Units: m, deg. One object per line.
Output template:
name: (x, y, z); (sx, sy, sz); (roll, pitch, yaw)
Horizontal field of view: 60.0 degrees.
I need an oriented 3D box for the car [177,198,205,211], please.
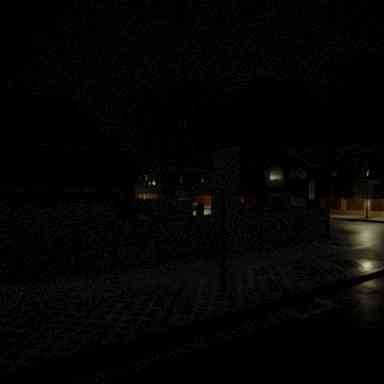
car: (-0.520, 1.390, 35.012); (1.812, 1.442, 4.674); (0, 0, -35)
